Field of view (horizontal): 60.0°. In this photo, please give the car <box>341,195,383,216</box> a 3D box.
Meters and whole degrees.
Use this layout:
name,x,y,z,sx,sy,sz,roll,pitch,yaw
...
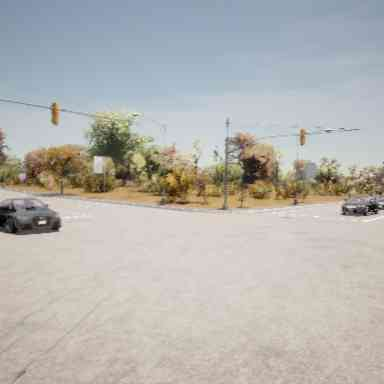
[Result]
name,x,y,z,sx,sy,sz,roll,pitch,yaw
car,13.968,1.085,27.449,2.128,1.511,4.902,3,2,44

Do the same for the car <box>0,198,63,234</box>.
name,x,y,z,sx,sy,sz,roll,pitch,yaw
car,-7.527,0.981,14.937,4.181,1.385,1.994,3,2,44
